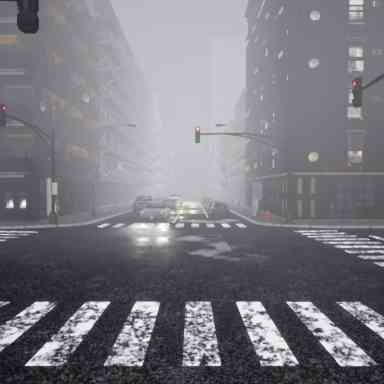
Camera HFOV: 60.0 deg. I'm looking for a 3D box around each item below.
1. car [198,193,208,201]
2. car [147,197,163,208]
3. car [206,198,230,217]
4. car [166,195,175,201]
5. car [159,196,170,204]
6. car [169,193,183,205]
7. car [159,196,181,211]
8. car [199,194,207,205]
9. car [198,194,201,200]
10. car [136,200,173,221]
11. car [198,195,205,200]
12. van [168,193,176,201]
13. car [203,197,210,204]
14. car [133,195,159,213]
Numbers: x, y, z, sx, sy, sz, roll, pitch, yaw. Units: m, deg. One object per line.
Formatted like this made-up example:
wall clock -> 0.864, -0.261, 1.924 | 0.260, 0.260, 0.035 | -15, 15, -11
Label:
car -> 2.649, 1.280, 81.292 | 2.192, 1.841, 5.009 | -1, 0, 0
car -> -5.269, 1.508, 47.951 | 1.752, 1.417, 4.829 | -1, 0, 0
car -> 2.593, 1.572, 31.439 | 1.802, 1.307, 4.206 | -1, 0, 0
car -> -5.229, 1.490, 81.174 | 1.752, 1.417, 4.829 | -1, 0, 0
car -> -5.248, 1.557, 64.732 | 1.802, 1.307, 4.206 | -1, 0, 0
car -> -2.759, 1.200, 55.543 | 2.150, 2.045, 5.566 | 0, 0, 0
car -> -2.789, 1.532, 40.844 | 2.033, 1.411, 5.357 | 0, 0, 1
car -> 2.625, 1.523, 59.135 | 1.887, 1.381, 4.507 | -1, 0, 0
car -> 2.645, 1.551, 75.752 | 1.802, 1.307, 4.206 | -1, 0, 0
car -> -2.884, 1.593, 26.787 | 1.895, 1.301, 4.718 | 0, 0, 2
car -> 2.665, 1.539, 92.370 | 1.802, 1.307, 4.206 | -1, 0, 0
van -> -5.225, 1.302, 86.881 | 1.690, 1.788, 3.998 | -1, 0, 0
car -> 2.599, 1.539, 36.978 | 2.008, 1.369, 4.403 | -1, 0, 0
car -> -5.284, 1.303, 37.046 | 2.192, 1.841, 5.009 | -1, 0, 0
